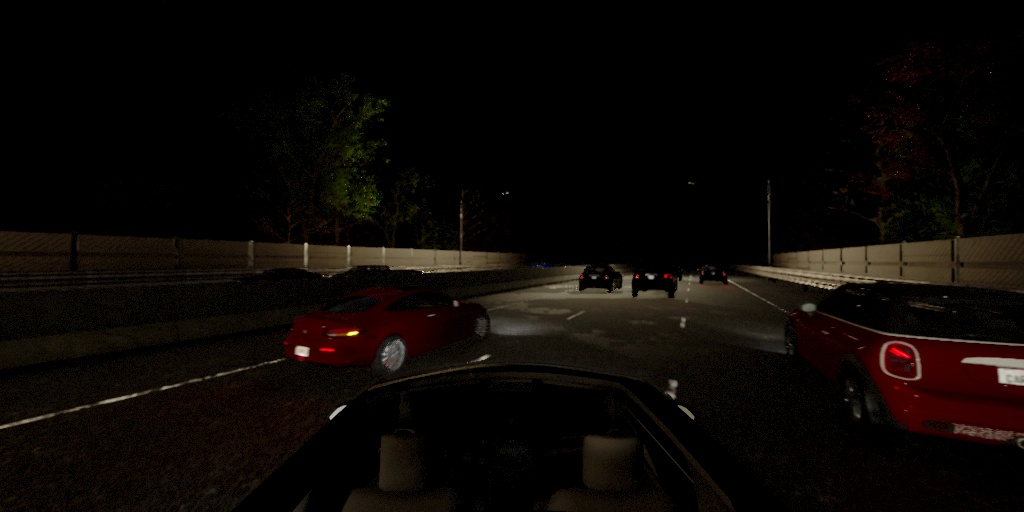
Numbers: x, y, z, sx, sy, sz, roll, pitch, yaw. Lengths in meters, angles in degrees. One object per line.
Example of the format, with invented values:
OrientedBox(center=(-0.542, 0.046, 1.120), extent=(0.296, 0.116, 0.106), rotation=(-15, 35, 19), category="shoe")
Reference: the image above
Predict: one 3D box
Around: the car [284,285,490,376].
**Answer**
OrientedBox(center=(-2.238, 1.349, 7.655), extent=(1.812, 1.442, 4.674), rotation=(0, -1, 27), category="car")

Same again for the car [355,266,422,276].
OrientedBox(center=(-6.919, 1.532, 22.123), extent=(1.812, 1.442, 4.674), rotation=(0, -1, 27), category="car")

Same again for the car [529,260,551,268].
OrientedBox(center=(4.811, 1.761, 60.797), extent=(2.150, 2.045, 5.566), rotation=(0, -1, 27), category="car")

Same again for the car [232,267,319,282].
OrientedBox(center=(-14.565, 1.480, 22.510), extent=(1.882, 1.535, 5.008), rotation=(0, -1, 27), category="car")

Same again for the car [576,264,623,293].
OrientedBox(center=(6.036, 1.398, 24.044), extent=(2.097, 1.767, 4.553), rotation=(0, -1, 27), category="car")

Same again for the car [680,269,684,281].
OrientedBox(center=(16.511, 1.733, 37.005), extent=(1.837, 1.490, 4.892), rotation=(0, -1, 27), category="car")

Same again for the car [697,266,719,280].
OrientedBox(center=(22.283, 1.835, 40.890), extent=(2.033, 1.411, 5.357), rotation=(0, -1, 27), category="car")

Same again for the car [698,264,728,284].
OrientedBox(center=(17.708, 1.511, 31.674), extent=(2.097, 1.767, 4.553), rotation=(0, -1, 27), category="car")

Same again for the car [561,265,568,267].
OrientedBox(center=(8.796, 2.147, 60.902), extent=(1.895, 1.301, 4.718), rotation=(0, -1, 27), category="car")

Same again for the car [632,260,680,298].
OrientedBox(center=(8.423, 1.233, 21.027), extent=(2.150, 2.045, 5.566), rotation=(0, -1, 26), category="car")

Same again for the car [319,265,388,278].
OrientedBox(center=(-9.928, 1.378, 23.919), extent=(2.097, 1.767, 4.553), rotation=(0, -1, 27), category="car")

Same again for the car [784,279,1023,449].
OrientedBox(center=(5.598, 1.152, 5.154), extent=(2.097, 1.767, 4.553), rotation=(0, -1, 27), category="car")
